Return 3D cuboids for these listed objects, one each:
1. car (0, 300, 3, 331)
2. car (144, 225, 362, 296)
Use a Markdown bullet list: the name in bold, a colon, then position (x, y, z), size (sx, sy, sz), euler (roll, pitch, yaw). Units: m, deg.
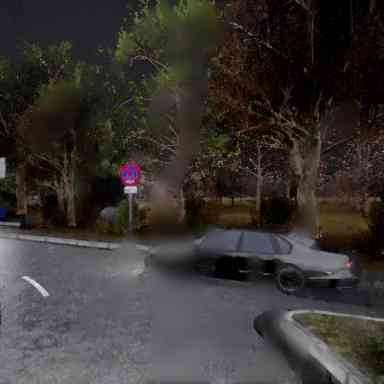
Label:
- **car**: position (-4.565, 1.526, 5.589), size (1.812, 1.442, 4.674), euler (1, -1, -39)
- **car**: position (1.382, 1.579, 8.612), size (5.357, 1.411, 2.033), euler (-1, 0, 28)
